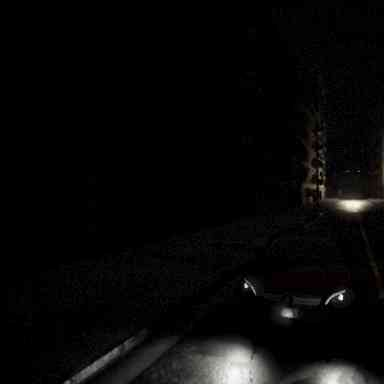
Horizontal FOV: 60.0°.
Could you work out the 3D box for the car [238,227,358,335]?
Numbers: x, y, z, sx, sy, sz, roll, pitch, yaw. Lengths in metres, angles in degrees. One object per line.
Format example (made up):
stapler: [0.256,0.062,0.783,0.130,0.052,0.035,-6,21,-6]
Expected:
car: [2.414,1.527,7.042,1.812,1.442,4.674,0,0,25]
